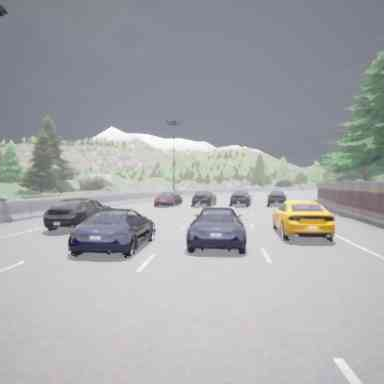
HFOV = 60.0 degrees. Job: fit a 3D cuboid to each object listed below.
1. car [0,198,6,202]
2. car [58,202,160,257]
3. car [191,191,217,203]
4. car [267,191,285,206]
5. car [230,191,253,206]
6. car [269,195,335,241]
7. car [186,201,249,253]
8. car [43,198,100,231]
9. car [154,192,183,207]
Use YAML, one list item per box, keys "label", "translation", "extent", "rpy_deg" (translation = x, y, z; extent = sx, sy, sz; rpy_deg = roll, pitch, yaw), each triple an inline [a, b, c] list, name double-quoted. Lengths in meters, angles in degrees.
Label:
- label: "car"
  translation: [-15.333, 0.898, 23.689]
  extent: [1.812, 1.442, 4.674]
  rpy_deg: [0, 1, 10]
- label: "car"
  translation: [-2.628, 1.259, 11.706]
  extent: [1.994, 1.385, 4.181]
  rpy_deg: [0, 1, 6]
- label: "car"
  translation: [1.285, 0.658, 33.332]
  extent: [1.837, 1.490, 4.892]
  rpy_deg: [0, 1, 15]
- label: "car"
  translation: [8.697, 0.654, 33.907]
  extent: [1.837, 1.490, 4.892]
  rpy_deg: [0, 1, 16]
- label: "car"
  translation: [4.988, 0.656, 33.617]
  extent: [1.837, 1.490, 4.892]
  rpy_deg: [0, 1, 15]
- label: "car"
  translation: [4.732, 1.110, 14.614]
  extent: [1.882, 1.535, 5.008]
  rpy_deg: [0, 1, 7]
- label: "car"
  translation: [0.946, 1.250, 12.292]
  extent: [1.994, 1.385, 4.181]
  rpy_deg: [0, 1, 6]
- label: "car"
  translation: [-5.554, 1.066, 16.838]
  extent: [1.837, 1.490, 4.892]
  rpy_deg: [0, 2, 7]
- label: "car"
  translation: [-2.296, 0.708, 33.454]
  extent: [1.994, 1.385, 4.181]
  rpy_deg: [0, 1, 14]
